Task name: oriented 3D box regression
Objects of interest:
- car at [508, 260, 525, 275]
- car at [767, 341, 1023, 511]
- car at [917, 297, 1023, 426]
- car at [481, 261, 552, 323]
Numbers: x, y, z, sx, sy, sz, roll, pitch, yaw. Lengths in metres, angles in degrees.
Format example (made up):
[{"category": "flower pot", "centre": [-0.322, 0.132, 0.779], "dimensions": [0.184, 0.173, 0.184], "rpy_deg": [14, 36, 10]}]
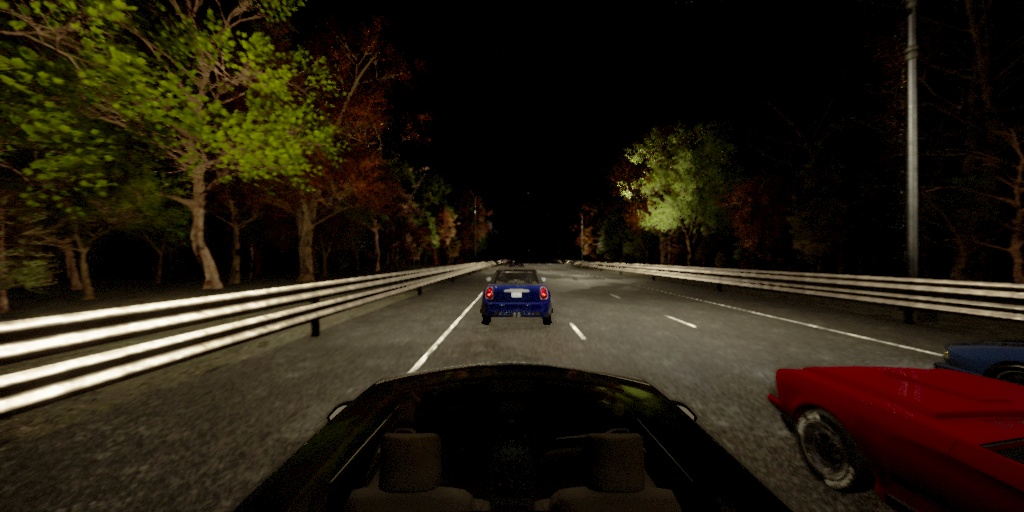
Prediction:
[{"category": "car", "centre": [0.584, 1.390, 44.856], "dimensions": [2.033, 1.649, 4.856], "rpy_deg": [0, 0, 1]}, {"category": "car", "centre": [3.604, 1.351, 1.591], "dimensions": [1.895, 1.301, 4.718], "rpy_deg": [0, 0, 0]}, {"category": "car", "centre": [7.104, 1.304, 2.715], "dimensions": [2.033, 1.411, 5.357], "rpy_deg": [0, 0, 0]}, {"category": "car", "centre": [0.145, 1.153, 12.436], "dimensions": [2.097, 1.767, 4.553], "rpy_deg": [0, 0, 0]}]
